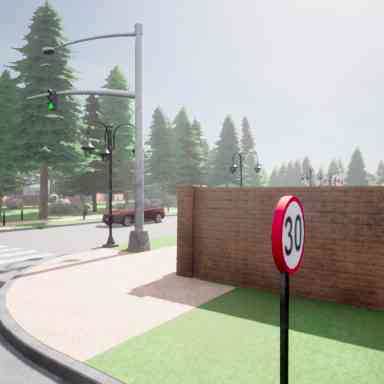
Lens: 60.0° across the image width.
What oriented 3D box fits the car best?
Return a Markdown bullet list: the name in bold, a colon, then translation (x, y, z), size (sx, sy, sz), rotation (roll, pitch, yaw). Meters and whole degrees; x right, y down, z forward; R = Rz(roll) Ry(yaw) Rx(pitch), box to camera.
- **car**: translation (-3.957, 1.464, 23.114), size (1.882, 1.535, 5.008), rotation (0, 0, 35)
